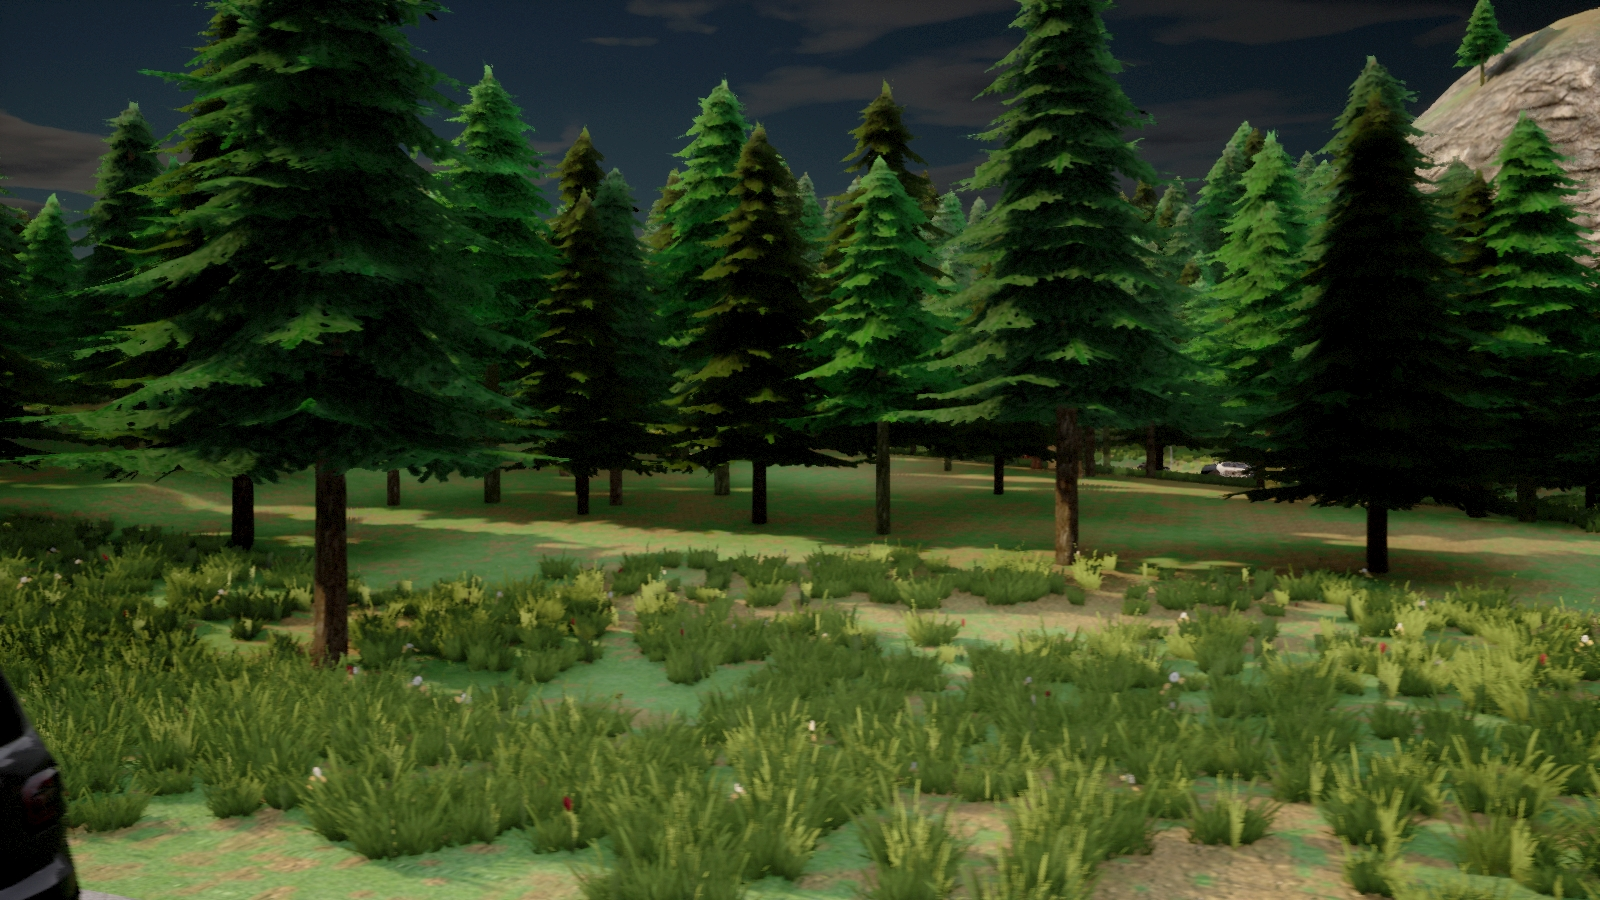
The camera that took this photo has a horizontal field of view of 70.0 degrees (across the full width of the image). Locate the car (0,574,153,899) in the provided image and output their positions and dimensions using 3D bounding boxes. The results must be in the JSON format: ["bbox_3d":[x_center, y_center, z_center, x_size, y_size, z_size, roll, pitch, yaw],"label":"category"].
[{"bbox_3d":[-6.150,1.664,5.513,5.566,2.045,2.150,0,0,20],"label":"car"}]
